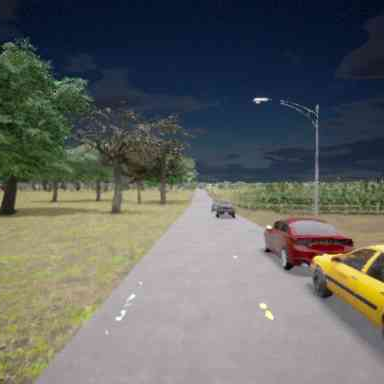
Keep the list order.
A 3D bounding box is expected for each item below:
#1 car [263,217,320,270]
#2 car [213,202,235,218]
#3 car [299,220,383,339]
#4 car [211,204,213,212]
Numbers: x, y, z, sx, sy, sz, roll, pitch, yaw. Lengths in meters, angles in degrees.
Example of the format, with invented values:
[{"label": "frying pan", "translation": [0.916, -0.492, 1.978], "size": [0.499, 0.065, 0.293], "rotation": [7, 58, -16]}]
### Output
[{"label": "car", "translation": [3.758, 1.618, 11.566], "size": [1.882, 1.535, 5.008], "rotation": [1, 0, 1]}, {"label": "car", "translation": [3.450, 1.885, 34.875], "size": [1.837, 1.490, 4.892], "rotation": [1, -1, 2]}, {"label": "car", "translation": [3.638, 1.550, 5.754], "size": [1.801, 1.575, 5.366], "rotation": [1, 0, 1]}, {"label": "car", "translation": [3.661, 2.060, 46.588], "size": [2.033, 1.411, 5.357], "rotation": [1, -1, 1]}]
